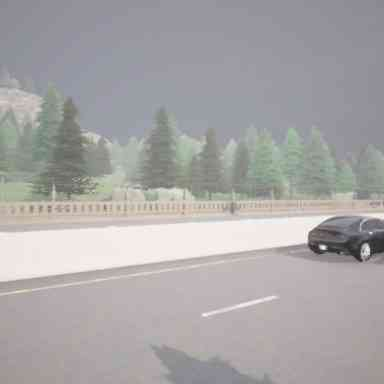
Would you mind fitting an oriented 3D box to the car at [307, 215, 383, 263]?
[{"bbox_3d":[6.447,1.651,12.715,4.892,1.490,1.837,0,0,-35],"label":"car"}]
